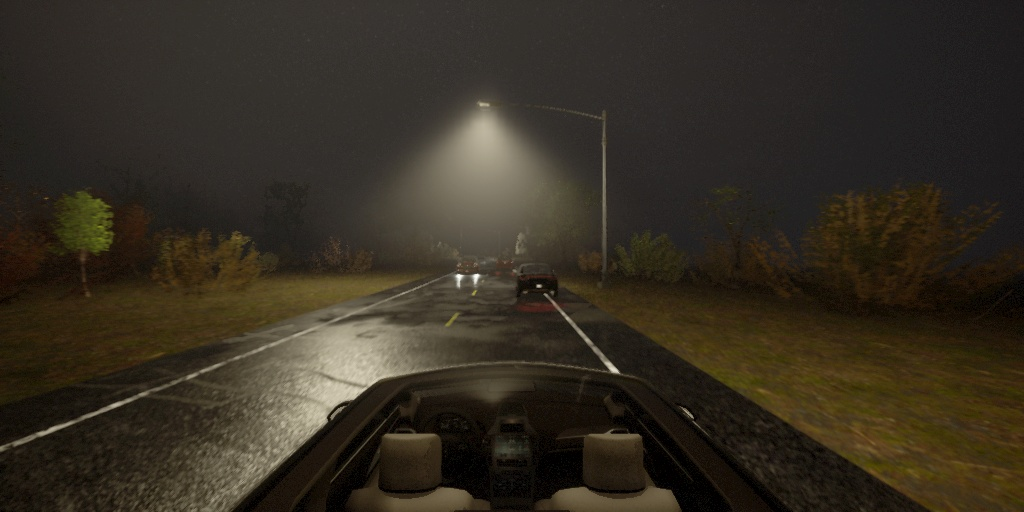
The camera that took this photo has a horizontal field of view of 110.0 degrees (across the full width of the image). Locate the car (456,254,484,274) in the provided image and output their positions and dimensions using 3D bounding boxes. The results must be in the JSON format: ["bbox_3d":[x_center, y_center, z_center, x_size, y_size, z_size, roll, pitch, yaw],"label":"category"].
[{"bbox_3d":[-4.216,0.794,35.335,2.097,1.767,4.553,0,1,-2],"label":"car"}]

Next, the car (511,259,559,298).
[{"bbox_3d":[1.087,1.082,17.580,1.882,1.535,5.008,0,1,-1],"label":"car"}]

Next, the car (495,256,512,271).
[{"bbox_3d":[-0.815,0.730,41.300,2.097,1.767,4.553,0,1,-2],"label":"car"}]
